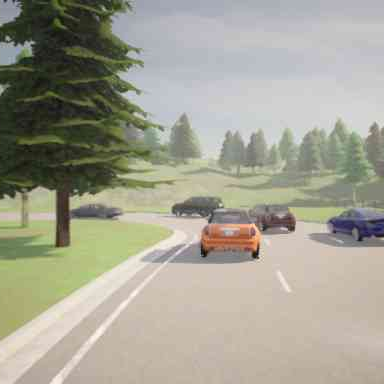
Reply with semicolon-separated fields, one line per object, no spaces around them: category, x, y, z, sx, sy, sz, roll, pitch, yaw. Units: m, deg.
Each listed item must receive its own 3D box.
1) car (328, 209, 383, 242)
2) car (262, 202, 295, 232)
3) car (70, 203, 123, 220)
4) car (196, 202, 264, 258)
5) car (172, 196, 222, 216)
car;8.798;1.621;17.368;1.882;1.535;5.008;0;-1;1
car;4.812;1.510;21.627;2.097;1.767;4.553;0;0;-11
car;-8.945;1.713;29.836;5.357;1.411;2.033;0;0;6
car;1.548;1.445;13.515;2.097;1.767;4.553;0;-1;7
car;0.557;1.442;33.225;5.566;2.045;2.150;0;-1;37
